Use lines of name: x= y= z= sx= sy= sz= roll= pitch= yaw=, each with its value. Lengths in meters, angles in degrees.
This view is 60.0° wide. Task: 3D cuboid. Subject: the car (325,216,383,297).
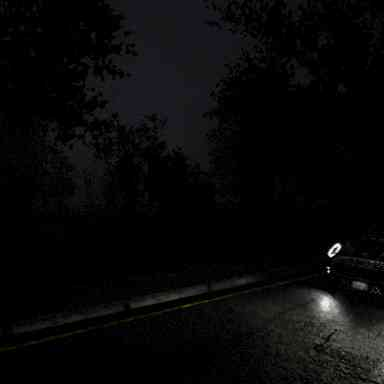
car: x=5.306 y=1.354 z=8.193 sx=4.553 sy=1.767 sz=2.097 roll=0 pitch=0 yaw=-35
